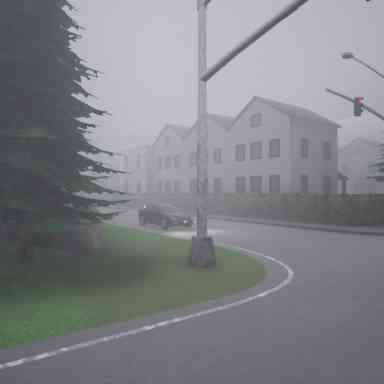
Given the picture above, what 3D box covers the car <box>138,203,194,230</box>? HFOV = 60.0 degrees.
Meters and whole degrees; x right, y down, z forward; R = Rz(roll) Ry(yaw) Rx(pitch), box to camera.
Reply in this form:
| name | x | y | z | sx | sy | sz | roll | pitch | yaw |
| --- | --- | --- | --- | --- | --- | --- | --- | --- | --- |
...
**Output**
| name | x | y | z | sx | sy | sz | roll | pitch | yaw |
| --- | --- | --- | --- | --- | --- | --- | --- | --- | --- |
| car | -1.790 | 1.489 | 21.410 | 1.837 | 1.490 | 4.892 | 0 | 0 | -35 |
